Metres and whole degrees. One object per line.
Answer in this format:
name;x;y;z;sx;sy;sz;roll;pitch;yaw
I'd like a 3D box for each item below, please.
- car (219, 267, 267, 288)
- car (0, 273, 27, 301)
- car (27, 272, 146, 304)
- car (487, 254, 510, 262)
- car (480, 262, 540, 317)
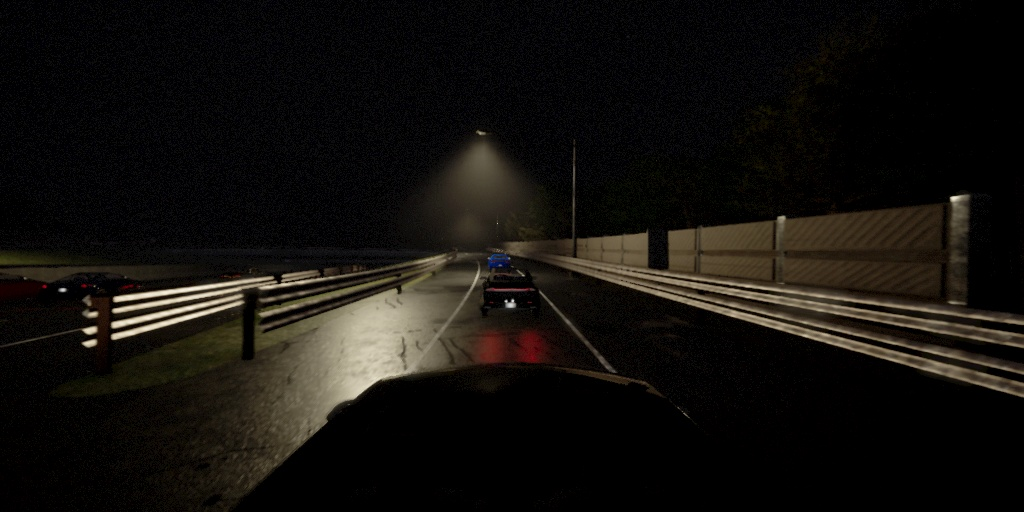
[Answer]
car;-19.533;1.551;26.270;1.837;1.490;4.892;1;-1;-18
car;-23.441;1.443;16.169;1.994;1.385;4.181;1;-1;-18
car;-20.205;1.482;17.531;1.994;1.385;4.181;1;-1;-18
car;-1.172;0.573;32.462;1.882;1.535;5.008;0;2;-4
car;-0.106;1.149;12.658;2.128;1.511;4.902;0;1;-2
